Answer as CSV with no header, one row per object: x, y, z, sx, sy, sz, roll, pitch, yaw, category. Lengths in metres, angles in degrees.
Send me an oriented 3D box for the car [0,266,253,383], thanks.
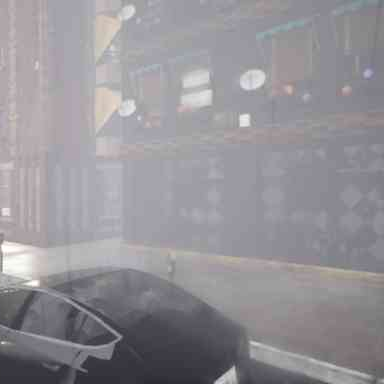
-1.420,1.560,3.859,4.313,1.339,1.947,0,-1,35,car
